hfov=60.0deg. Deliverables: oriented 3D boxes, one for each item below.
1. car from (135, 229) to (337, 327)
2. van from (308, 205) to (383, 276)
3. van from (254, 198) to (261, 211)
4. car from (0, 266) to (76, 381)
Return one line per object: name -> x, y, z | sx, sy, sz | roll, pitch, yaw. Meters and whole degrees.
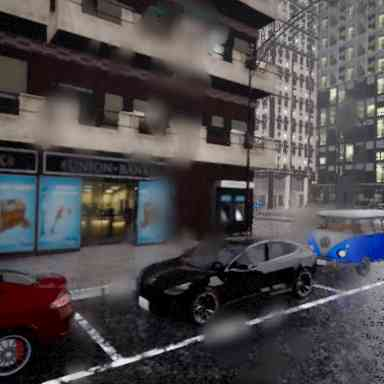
car -> 0.928, 1.620, 7.162 | 4.313, 1.339, 1.947 | 1, 1, -35
van -> 5.346, 1.457, 10.515 | 3.998, 1.788, 1.690 | 1, 1, -35
van -> 7.779, 1.746, 46.179 | 1.690, 1.788, 3.998 | 2, -1, -35
car -> -3.582, 1.574, 3.947 | 4.206, 1.307, 1.802 | 1, 1, -35
